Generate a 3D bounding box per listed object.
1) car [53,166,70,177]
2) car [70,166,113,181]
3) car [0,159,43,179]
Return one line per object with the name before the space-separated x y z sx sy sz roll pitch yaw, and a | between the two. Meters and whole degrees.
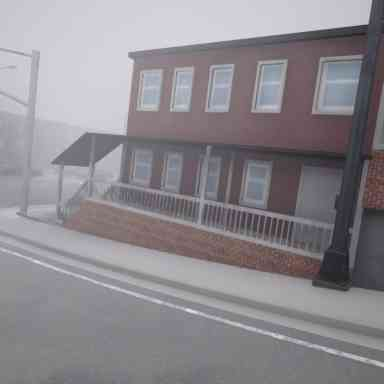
car | -14.700 -2.661 42.180 2.033 1.411 5.357 11 6 35
car | -11.780 -2.171 40.294 1.837 1.490 4.892 11 6 35
car | -17.421 -2.135 32.487 2.033 1.411 5.357 11 6 37
